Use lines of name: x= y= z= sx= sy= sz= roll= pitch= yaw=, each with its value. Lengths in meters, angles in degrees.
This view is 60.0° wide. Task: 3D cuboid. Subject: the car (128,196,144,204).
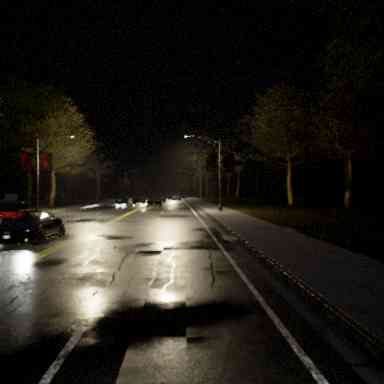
car: x=-9.030 y=1.358 z=56.761 sx=2.033 sy=1.411 sz=5.357 roll=0 pitch=0 yaw=-2

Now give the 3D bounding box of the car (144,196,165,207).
car: x=-5.113 y=1.301 z=46.224 sx=1.882 sy=1.535 sz=5.008 roll=0 pitch=0 yaw=-3

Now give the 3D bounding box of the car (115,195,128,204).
car: x=-12.384 y=1.314 z=58.847 sx=2.128 sy=1.511 sz=4.902 roll=0 pitch=0 yaw=-2

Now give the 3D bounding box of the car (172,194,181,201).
car: x=-3.339 y=1.252 z=73.731 sx=1.812 sy=1.442 sz=4.674 roll=0 pitch=0 yaw=-3

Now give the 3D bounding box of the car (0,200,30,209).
car: x=-10.579 y=1.311 z=18.685 sx=2.097 sy=1.767 sz=4.553 roll=0 pitch=0 yaw=-2

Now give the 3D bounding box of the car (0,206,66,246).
car: x=-7.157 y=1.522 z=14.710 sx=1.994 sy=1.385 sz=4.181 roll=0 pitch=0 yaw=-2
